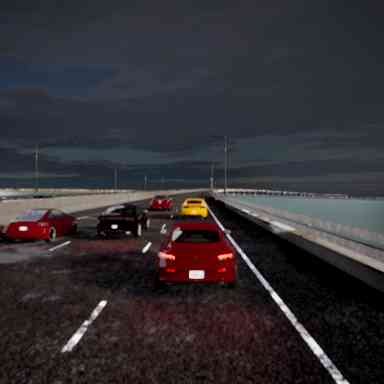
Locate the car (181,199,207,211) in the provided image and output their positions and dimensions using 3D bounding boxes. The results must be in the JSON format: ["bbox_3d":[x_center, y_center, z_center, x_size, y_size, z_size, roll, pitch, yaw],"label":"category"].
[{"bbox_3d":[0.181,1.268,26.485,1.882,1.535,5.008,0,0,0],"label":"car"}]

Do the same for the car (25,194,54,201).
[{"bbox_3d":[-17.399,1.047,38.061,2.097,1.767,4.553,0,1,1],"label":"car"}]

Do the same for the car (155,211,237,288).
[{"bbox_3d":[0.103,1.455,8.910,1.812,1.442,4.674,0,0,0],"label":"car"}]

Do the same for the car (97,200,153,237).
[{"bbox_3d":[-3.374,1.343,16.992,1.882,1.535,5.008,0,0,0],"label":"car"}]

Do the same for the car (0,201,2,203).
[{"bbox_3d":[-20.951,1.330,33.905,1.895,1.301,4.718,0,0,1],"label":"car"}]

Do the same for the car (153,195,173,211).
[{"bbox_3d":[-3.230,1.065,36.005,2.097,1.767,4.553,0,0,1],"label":"car"}]

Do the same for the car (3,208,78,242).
[{"bbox_3d":[-6.879,1.440,15.555,1.994,1.385,4.181,0,0,0],"label":"car"}]
